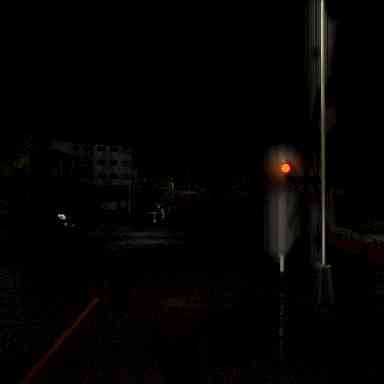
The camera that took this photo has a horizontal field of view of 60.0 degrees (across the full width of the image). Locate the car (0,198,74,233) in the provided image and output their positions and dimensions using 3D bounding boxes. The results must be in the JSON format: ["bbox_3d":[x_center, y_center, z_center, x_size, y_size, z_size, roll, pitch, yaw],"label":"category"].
[{"bbox_3d":[-9.209,1.382,19.133,4.553,1.767,2.097,0,0,-7],"label":"car"}]

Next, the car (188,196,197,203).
[{"bbox_3d":[0.092,1.655,72.472,2.033,1.411,5.357,0,0,0],"label":"car"}]

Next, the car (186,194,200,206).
[{"bbox_3d":[0.171,1.314,57.580,2.150,2.045,5.566,0,0,0],"label":"car"}]

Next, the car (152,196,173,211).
[{"bbox_3d":[-4.047,1.559,43.027,2.128,1.511,4.902,0,0,0],"label":"car"}]

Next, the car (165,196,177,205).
[{"bbox_3d":[-3.977,1.578,63.166,1.882,1.535,5.008,0,0,0],"label":"car"}]

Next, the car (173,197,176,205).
[{"bbox_3d":[-4.028,1.575,52.991,2.128,1.511,4.902,0,0,0],"label":"car"}]

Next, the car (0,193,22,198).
[{"bbox_3d":[-19.715,1.041,34.943,1.905,1.878,3.866,0,0,35],"label":"car"}]
